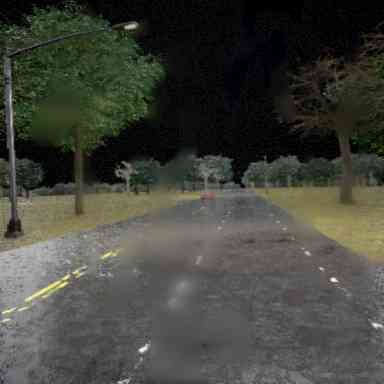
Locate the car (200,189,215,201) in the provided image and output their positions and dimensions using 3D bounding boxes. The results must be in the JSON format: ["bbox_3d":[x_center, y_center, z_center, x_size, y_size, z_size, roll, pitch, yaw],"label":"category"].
[{"bbox_3d":[2.862,0.599,60.824,2.150,2.045,5.566,-2,1,9],"label":"car"}]
